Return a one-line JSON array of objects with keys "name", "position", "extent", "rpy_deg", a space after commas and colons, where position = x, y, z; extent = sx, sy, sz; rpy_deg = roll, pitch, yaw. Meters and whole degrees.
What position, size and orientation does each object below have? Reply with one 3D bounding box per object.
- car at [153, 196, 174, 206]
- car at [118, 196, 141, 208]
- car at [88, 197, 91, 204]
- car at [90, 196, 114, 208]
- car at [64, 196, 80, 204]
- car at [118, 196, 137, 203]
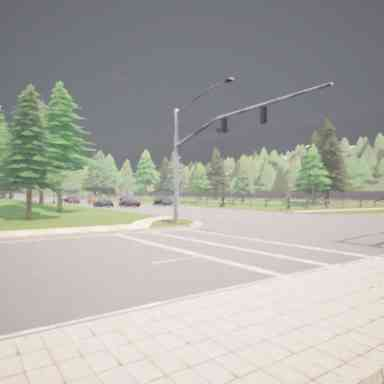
[{"name": "car", "position": [-4.758, 1.496, 56.430], "extent": [2.097, 1.767, 4.553], "rpy_deg": [0, 0, -35]}, {"name": "car", "position": [-9.557, 1.710, 51.039], "extent": [1.895, 1.301, 4.718], "rpy_deg": [0, 0, -35]}, {"name": "car", "position": [-18.569, 1.591, 64.141], "extent": [1.882, 1.535, 5.008], "rpy_deg": [0, 0, -35]}, {"name": "car", "position": [-13.357, 1.656, 50.380], "extent": [1.994, 1.385, 4.181], "rpy_deg": [0, 0, -35]}, {"name": "car", "position": [-23.353, 1.499, 64.900], "extent": [2.097, 1.767, 4.553], "rpy_deg": [0, 0, -35]}, {"name": "car", "position": [-13.460, 1.520, 69.066], "extent": [1.882, 1.535, 5.008], "rpy_deg": [0, 0, -35]}]
